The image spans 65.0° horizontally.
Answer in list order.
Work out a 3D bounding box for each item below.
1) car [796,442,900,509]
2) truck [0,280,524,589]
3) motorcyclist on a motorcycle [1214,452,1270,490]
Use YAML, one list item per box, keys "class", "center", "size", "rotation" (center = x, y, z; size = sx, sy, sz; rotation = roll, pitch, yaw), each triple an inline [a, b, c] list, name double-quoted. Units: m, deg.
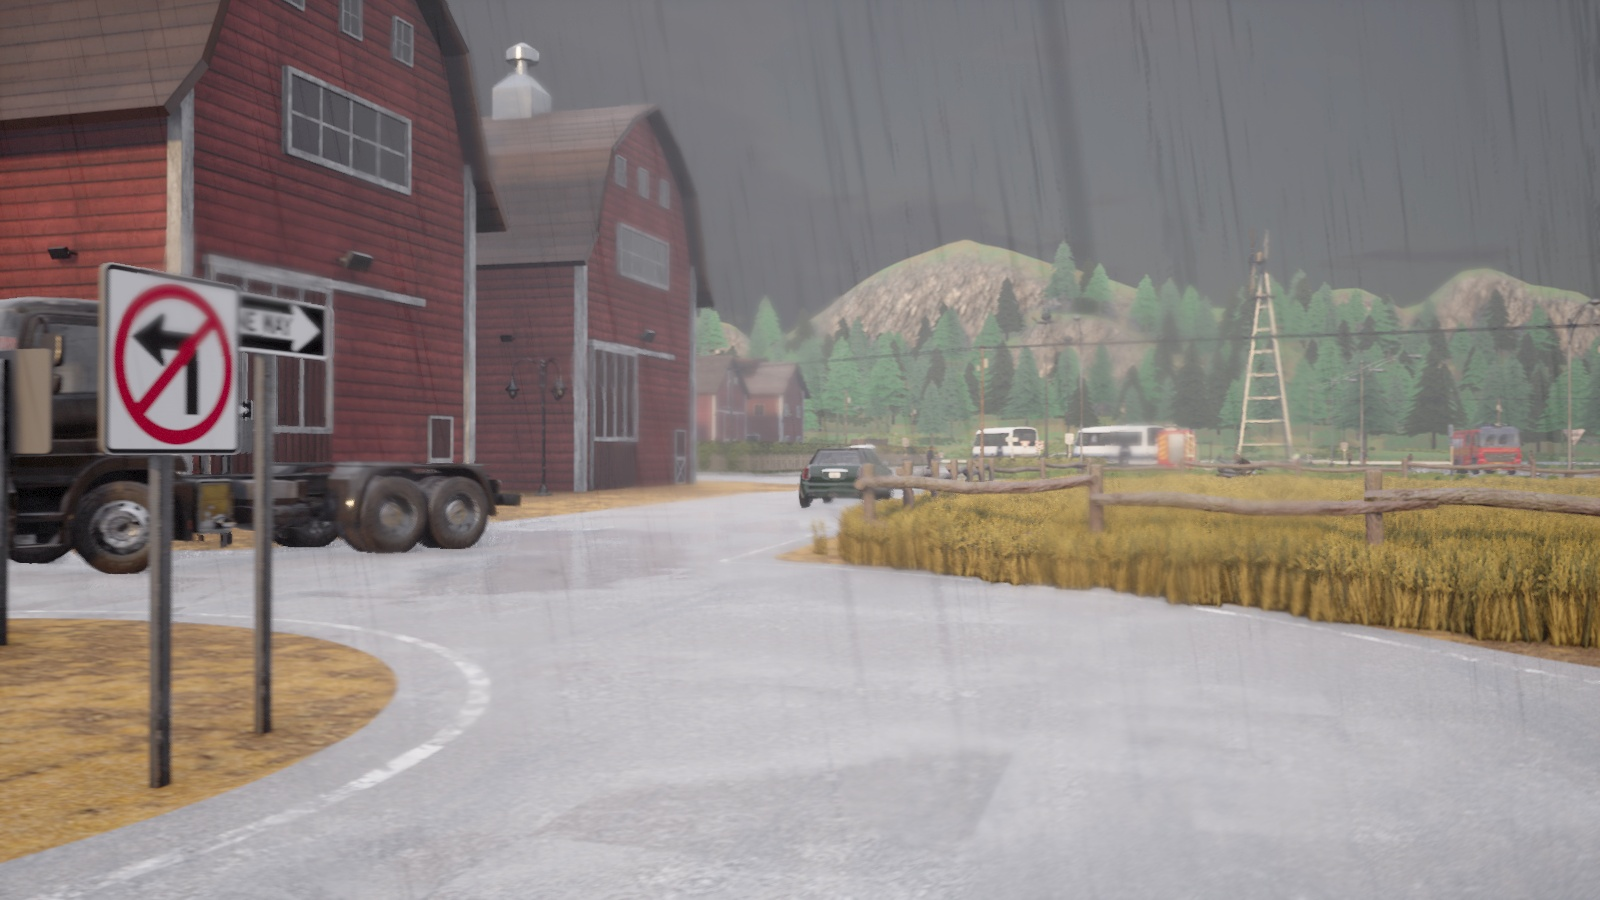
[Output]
- class: "car"
  center: [1.445, 0.687, 35.712]
  size: [2.097, 1.767, 4.553]
  rotation: [0, 0, 13]
- class: "truck"
  center: [-7.973, -0.177, 17.872]
  size: [2.891, 3.462, 7.936]
  rotation: [0, 0, 37]
- class: "motorcyclist on a motorcycle"
  center: [18.441, 0.869, 52.436]
  size: [2.191, 1.530, 0.866]
  rotation: [0, 0, 16]
